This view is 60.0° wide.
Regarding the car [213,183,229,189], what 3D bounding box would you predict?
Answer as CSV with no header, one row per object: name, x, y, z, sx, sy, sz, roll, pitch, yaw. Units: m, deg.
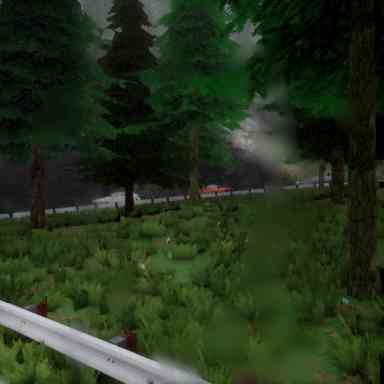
car,1.907,-0.128,33.356,4.553,1.767,2.097,-5,1,-17

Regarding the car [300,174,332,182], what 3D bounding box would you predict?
car,13.628,-1.069,37.139,4.553,1.767,2.097,-4,-1,12

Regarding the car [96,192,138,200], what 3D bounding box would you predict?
car,-7.484,0.745,32.912,4.674,1.442,1.812,-5,3,-29
